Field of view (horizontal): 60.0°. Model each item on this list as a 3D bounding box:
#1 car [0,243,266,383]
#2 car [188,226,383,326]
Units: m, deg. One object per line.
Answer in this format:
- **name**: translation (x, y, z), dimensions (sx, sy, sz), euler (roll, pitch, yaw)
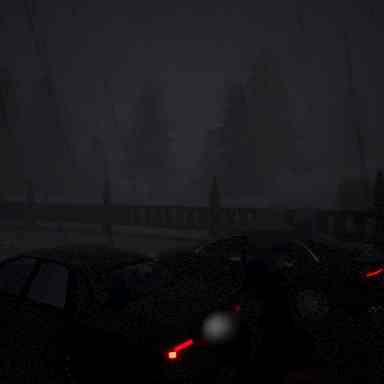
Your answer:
- **car**: translation (-1.844, 1.540, 5.031), dimensions (5.357, 1.411, 2.033), euler (0, 0, 33)
- **car**: translation (1.349, 1.486, 7.046), dimensions (4.892, 1.490, 1.837), euler (0, 0, 34)
